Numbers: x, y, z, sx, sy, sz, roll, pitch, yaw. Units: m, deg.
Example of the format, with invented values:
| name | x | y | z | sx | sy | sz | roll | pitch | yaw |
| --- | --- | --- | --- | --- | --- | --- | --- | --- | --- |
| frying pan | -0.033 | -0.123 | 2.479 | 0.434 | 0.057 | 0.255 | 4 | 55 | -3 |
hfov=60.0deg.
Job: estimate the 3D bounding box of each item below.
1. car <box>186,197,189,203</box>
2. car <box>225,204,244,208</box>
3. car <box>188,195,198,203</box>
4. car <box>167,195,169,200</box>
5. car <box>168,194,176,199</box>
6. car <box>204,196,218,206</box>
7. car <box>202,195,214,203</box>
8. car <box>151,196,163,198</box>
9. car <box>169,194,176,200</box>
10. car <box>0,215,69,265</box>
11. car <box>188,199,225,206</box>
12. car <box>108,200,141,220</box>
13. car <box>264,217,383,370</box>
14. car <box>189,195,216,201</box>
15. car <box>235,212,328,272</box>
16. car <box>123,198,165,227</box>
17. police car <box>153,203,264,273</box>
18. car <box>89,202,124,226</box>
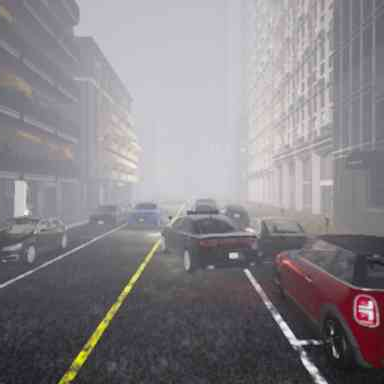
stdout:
| name | x | y | z | sx | sy | sz | roll | pitch | yaw |
| --- | --- | --- | --- | --- | --- | --- | --- | --- | --- |
| car | 0.179 | 1.371 | 47.638 | 1.812 | 1.442 | 4.674 | 0 | 0 | 1 |
| car | 2.769 | 1.487 | 22.643 | 1.947 | 1.339 | 4.313 | 0 | 0 | 0 |
| car | 0.218 | 1.330 | 62.272 | 1.812 | 1.442 | 4.674 | 0 | 0 | 0 |
| car | -5.493 | 1.401 | 56.563 | 1.802 | 1.307 | 4.206 | 0 | 0 | 0 |
| car | -5.375 | 1.283 | 90.454 | 2.008 | 1.369 | 4.403 | 0 | 0 | 0 |
| car | 2.867 | 1.381 | 50.885 | 1.887 | 1.381 | 4.507 | 0 | 0 | 0 |
| car | 2.906 | 1.355 | 62.183 | 2.008 | 1.369 | 4.403 | 0 | 0 | 0 |
| car | -5.513 | 1.276 | 50.914 | 1.967 | 1.590 | 4.097 | 0 | 0 | 0 |
| car | -5.395 | 1.297 | 84.806 | 2.008 | 1.369 | 4.403 | 0 | 0 | 0 |
| car | -5.651 | 1.510 | 11.375 | 2.008 | 1.369 | 4.403 | 0 | 0 | 0 |
| car | 0.854 | 1.432 | 20.882 | 1.837 | 1.490 | 4.892 | 0 | 0 | 1 |
| car | -5.592 | 1.429 | 28.151 | 1.752 | 1.417 | 4.829 | 0 | 0 | 0 |
| car | 2.710 | 1.419 | 5.696 | 1.967 | 1.590 | 4.097 | 0 | 0 | 0 |
| car | 0.994 | 1.259 | 26.832 | 2.097 | 1.767 | 4.553 | 0 | 0 | 0 |
| car | 2.729 | 1.510 | 11.346 | 2.008 | 1.369 | 4.403 | 0 | 0 | 0 |
| car | -3.021 | 1.399 | 22.462 | 1.882 | 1.535 | 5.008 | 0 | 0 | 0 |
| police car | 0.286 | 1.386 | 10.852 | 1.930 | 1.638 | 5.238 | 0 | 0 | -17 |
| car | -5.612 | 1.487 | 22.672 | 1.947 | 1.339 | 4.313 | 0 | 0 | 0 |
